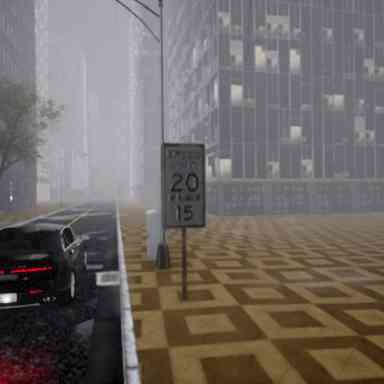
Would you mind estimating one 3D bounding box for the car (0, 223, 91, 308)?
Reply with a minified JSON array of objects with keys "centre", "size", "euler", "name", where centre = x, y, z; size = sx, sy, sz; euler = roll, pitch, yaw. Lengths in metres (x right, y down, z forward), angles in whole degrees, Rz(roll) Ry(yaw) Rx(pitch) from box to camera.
[{"centre":[-3.600,1.504,7.847],"size":[1.837,1.490,4.892],"euler":[-1,0,-13],"name":"car"}]
